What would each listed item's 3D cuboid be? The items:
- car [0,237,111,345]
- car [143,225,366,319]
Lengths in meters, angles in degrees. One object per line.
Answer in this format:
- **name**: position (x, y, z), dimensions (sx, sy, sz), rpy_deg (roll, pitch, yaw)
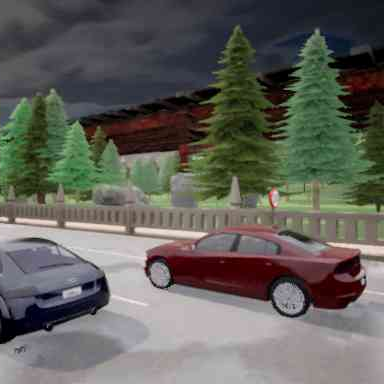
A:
- **car**: position (-3.560, 1.600, 6.522), dimensions (4.181, 1.385, 1.994), rpy_deg (0, 0, 36)
- **car**: position (1.091, 1.493, 7.501), dimensions (5.008, 1.535, 1.882), rpy_deg (-1, 0, 36)
